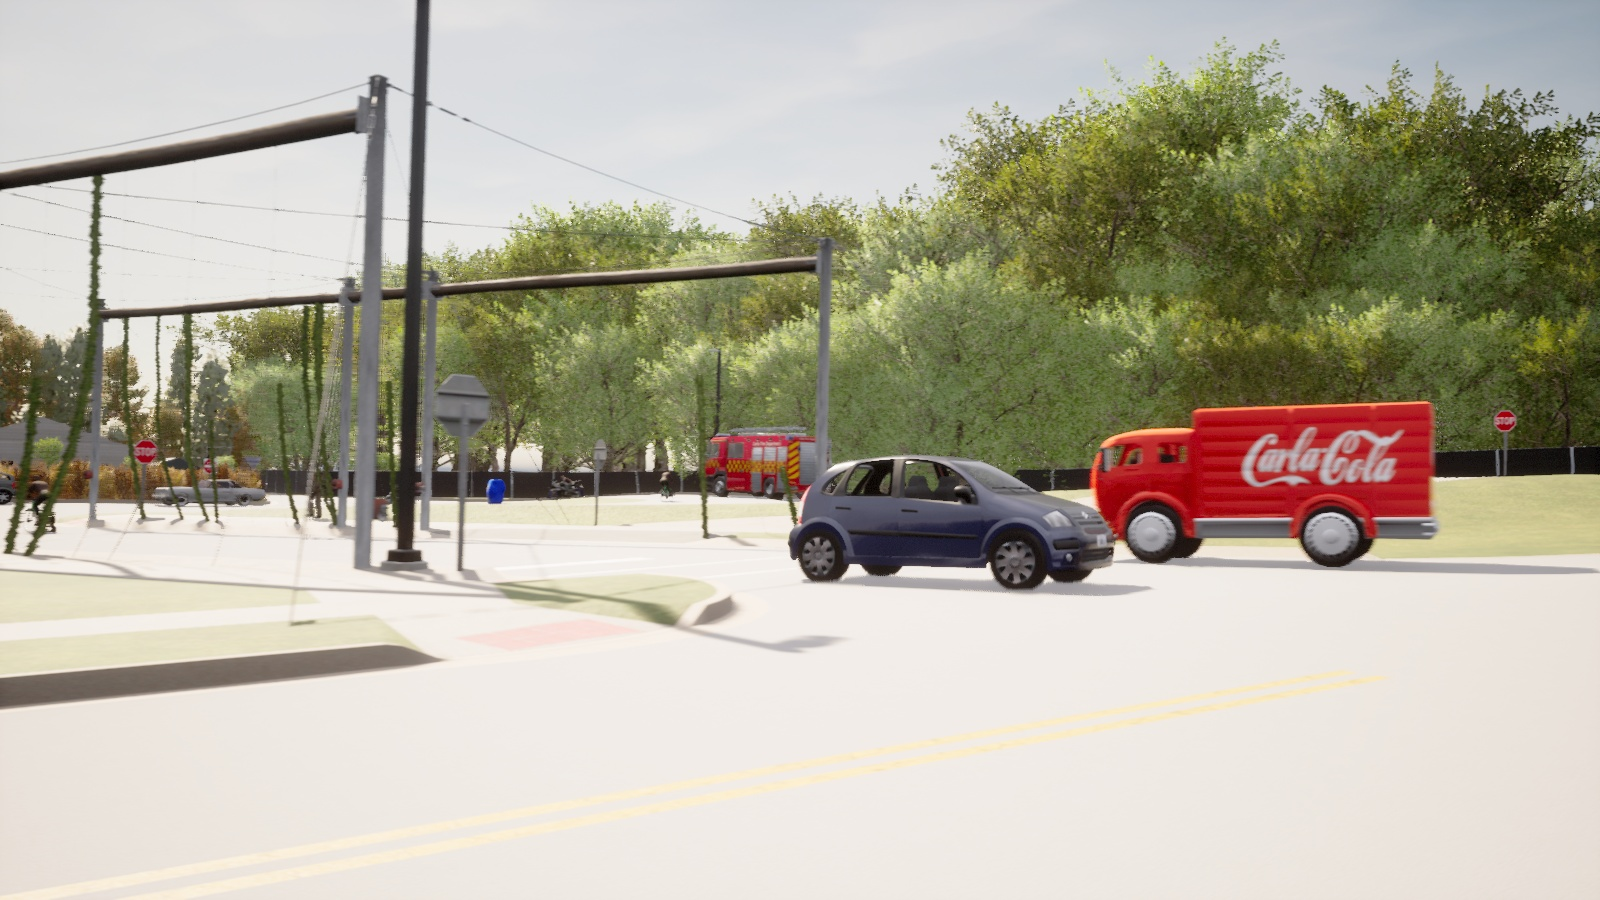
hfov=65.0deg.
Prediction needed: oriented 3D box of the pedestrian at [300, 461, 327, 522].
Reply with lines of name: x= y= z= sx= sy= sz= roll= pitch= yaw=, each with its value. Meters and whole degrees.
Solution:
pedestrian: x=-15.476 y=1.318 z=39.968 sx=0.692 sy=1.930 sz=0.396 roll=1 pitch=-1 yaw=30

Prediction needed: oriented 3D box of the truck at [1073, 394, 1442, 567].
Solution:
truck: x=7.366 y=0.549 z=20.258 sx=5.204 sy=2.467 sz=2.627 roll=-2 pitch=-3 yaw=28

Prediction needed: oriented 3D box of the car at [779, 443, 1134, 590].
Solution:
car: x=1.905 y=0.810 z=15.717 sx=3.988 sy=1.617 sz=1.851 roll=-2 pitch=-3 yaw=34

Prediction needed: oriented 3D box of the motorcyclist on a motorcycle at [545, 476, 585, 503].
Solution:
motorcyclist on a motorcycle: x=-14.535 y=2.425 z=77.650 sx=2.191 sy=1.530 sz=0.866 roll=-4 pitch=-1 yaw=8

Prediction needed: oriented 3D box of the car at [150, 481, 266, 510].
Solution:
car: x=-28.635 y=2.203 z=60.859 sx=1.895 sy=1.301 sz=4.718 roll=-1 pitch=-2 yaw=44

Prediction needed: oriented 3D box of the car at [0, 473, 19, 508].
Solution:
car: x=-37.111 y=1.798 z=56.025 sx=3.705 sy=1.549 sz=1.789 roll=2 pitch=-1 yaw=-35

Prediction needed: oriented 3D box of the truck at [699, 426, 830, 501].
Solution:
truck: x=-2.067 y=0.747 z=68.949 sx=2.891 sy=3.827 sz=8.468 roll=2 pitch=-2 yaw=-35
